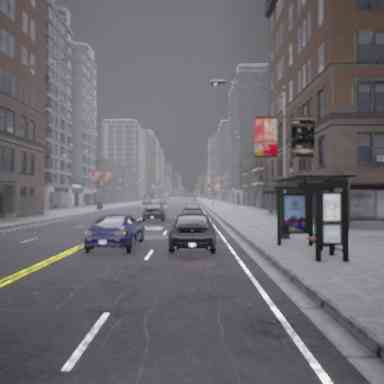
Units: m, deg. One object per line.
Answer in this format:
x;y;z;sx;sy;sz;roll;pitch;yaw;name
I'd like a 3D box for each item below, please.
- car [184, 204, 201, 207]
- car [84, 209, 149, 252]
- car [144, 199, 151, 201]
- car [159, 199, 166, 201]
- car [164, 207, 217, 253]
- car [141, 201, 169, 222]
0.029;1.775;29.292;2.128;1.511;4.902;0;0;0;car
-3.231;1.663;14.384;1.812;1.442;4.674;0;0;0;car
-9.693;2.248;71.788;1.994;1.385;4.181;0;-1;0;car
-6.443;2.248;71.785;1.994;1.385;4.181;0;-1;0;car
0.017;1.645;14.301;1.837;1.490;4.892;0;0;0;car
-3.222;1.790;29.301;1.837;1.490;4.892;0;0;0;car
